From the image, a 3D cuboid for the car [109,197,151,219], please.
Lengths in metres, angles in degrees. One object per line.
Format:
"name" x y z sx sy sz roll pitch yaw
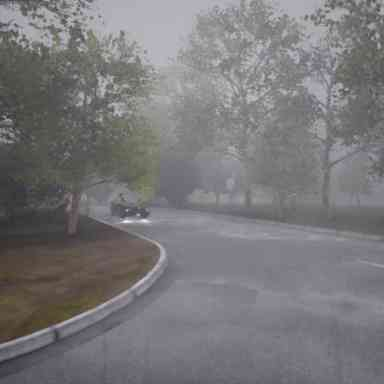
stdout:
"car" -4.572 1.042 23.794 2.033 1.411 5.357 0 1 -25
